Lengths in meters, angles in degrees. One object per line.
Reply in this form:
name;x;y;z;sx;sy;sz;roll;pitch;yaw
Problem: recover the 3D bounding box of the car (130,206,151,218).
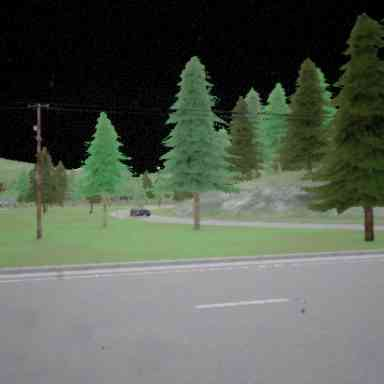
car;-6.814;2.582;43.359;2.033;1.411;5.357;0;-1;-22
